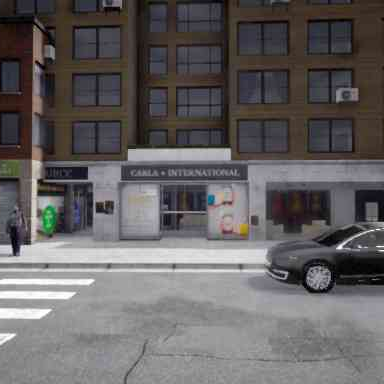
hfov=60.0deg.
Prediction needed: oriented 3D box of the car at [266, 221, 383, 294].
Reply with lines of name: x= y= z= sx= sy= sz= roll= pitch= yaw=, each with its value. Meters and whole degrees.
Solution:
car: x=4.286 y=1.505 z=8.092 sx=4.892 sy=1.490 sz=1.837 roll=-1 pitch=-1 yaw=3

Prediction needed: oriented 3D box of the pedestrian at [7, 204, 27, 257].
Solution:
pedestrian: x=-6.136 y=1.299 z=11.571 sx=0.375 sy=1.860 sz=0.375 roll=0 pitch=-1 yaw=3
